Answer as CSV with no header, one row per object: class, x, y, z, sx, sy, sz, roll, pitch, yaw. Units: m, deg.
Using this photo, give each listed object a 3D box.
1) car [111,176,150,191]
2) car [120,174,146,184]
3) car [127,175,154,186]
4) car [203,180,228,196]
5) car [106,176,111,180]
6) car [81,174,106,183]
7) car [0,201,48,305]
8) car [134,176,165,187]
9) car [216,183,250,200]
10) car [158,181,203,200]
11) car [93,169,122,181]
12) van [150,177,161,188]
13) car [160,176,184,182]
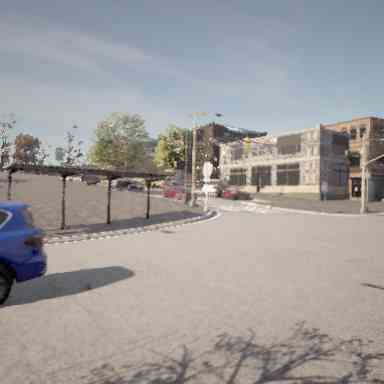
car,-7.625,-1.017,41.035,2.128,1.511,4.902,2,4,-37
car,-10.709,-2.272,60.532,2.002,1.452,4.674,7,3,34
car,-8.931,-2.001,58.096,2.002,1.452,4.674,7,3,34
car,3.429,-0.401,41.005,2.435,2.045,5.566,7,3,34
car,-15.925,-3.124,67.967,1.946,1.575,5.366,7,3,33
car,-15.823,-2.261,52.206,2.128,1.511,4.902,2,4,-36
car,-5.718,1.243,6.193,5.566,2.045,2.150,-1,0,-35
car,-7.065,-1.772,55.803,1.946,1.575,5.366,7,3,34
car,5.156,0.159,38.557,2.002,1.452,4.674,7,3,34
car,-1.219,0.030,32.330,1.994,1.385,4.181,2,4,-35
car,-17.809,-3.644,70.199,2.435,2.045,5.566,7,3,33
van,-3.685,-1.456,50.649,1.878,1.987,4.442,7,3,34
car,-1.890,-0.960,48.313,2.231,1.521,4.892,7,3,34
